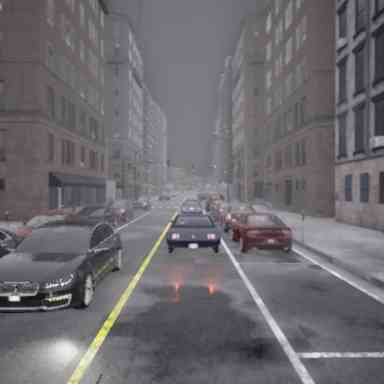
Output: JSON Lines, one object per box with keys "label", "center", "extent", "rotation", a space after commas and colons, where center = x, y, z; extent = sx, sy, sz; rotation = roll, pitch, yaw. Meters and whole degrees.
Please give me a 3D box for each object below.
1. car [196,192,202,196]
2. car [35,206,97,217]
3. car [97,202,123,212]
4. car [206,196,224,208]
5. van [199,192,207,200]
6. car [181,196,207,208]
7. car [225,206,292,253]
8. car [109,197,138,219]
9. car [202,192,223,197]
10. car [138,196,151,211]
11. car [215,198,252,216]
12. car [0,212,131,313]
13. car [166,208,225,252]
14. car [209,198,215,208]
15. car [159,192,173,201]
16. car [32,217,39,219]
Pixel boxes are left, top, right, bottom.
{"label": "car", "center": [2.443, 0.926, 62.917], "extent": [2.192, 1.841, 5.009], "rotation": [0, 0, 0]}
{"label": "car", "center": [-5.440, 1.464, 13.101], "extent": [1.887, 1.381, 4.507], "rotation": [0, 0, 0]}
{"label": "car", "center": [-5.464, 1.450, 18.783], "extent": [1.947, 1.339, 4.313], "rotation": [0, 0, 0]}
{"label": "car", "center": [2.515, 1.365, 30.181], "extent": [2.008, 1.369, 4.403], "rotation": [0, 0, 0]}
{"label": "van", "center": [2.389, 0.884, 73.924], "extent": [1.690, 1.788, 3.998], "rotation": [0, 0, 0]}
{"label": "car", "center": [-0.017, 1.370, 28.832], "extent": [2.033, 1.411, 5.357], "rotation": [0, 0, 0]}
{"label": "car", "center": [2.585, 1.464, 13.134], "extent": [1.887, 1.381, 4.507], "rotation": [0, 0, 0]}
{"label": "car", "center": [-5.487, 1.289, 24.464], "extent": [1.967, 1.590, 4.097], "rotation": [0, 0, 0]}
{"label": "car", "center": [2.491, 1.094, 35.861], "extent": [2.192, 1.841, 5.009], "rotation": [0, 0, 0]}
{"label": "car", "center": [-5.534, 1.219, 35.828], "extent": [1.967, 1.590, 4.097], "rotation": [0, 0, 0]}
{"label": "car", "center": [2.561, 1.325, 18.816], "extent": [1.967, 1.590, 4.097], "rotation": [0, 0, 0]}
{"label": "car", "center": [-2.879, 1.456, 7.803], "extent": [1.837, 1.490, 4.892], "rotation": [0, 0, 0]}
{"label": "car", "center": [0.045, 1.518, 13.429], "extent": [1.895, 1.301, 4.718], "rotation": [0, 0, 0]}
{"label": "car", "center": [2.538, 1.394, 24.499], "extent": [1.887, 1.381, 4.507], "rotation": [0, 0, 0]}
{"label": "car", "center": [-5.699, 0.892, 68.386], "extent": [2.192, 1.841, 5.009], "rotation": [0, 0, 0]}
{"label": "car", "center": [-5.417, 1.505, 7.418], "extent": [2.008, 1.369, 4.403], "rotation": [0, 0, 0]}
